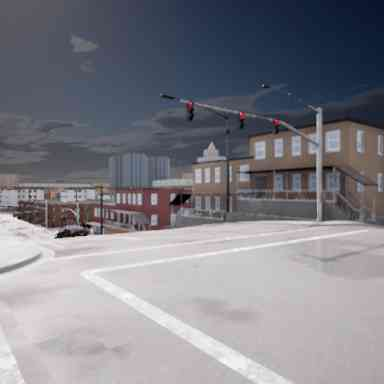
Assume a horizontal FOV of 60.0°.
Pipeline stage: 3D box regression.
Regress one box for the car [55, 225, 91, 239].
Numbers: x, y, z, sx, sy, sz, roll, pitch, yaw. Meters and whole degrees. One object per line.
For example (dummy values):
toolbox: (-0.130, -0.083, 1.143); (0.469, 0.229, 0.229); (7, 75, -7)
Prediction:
car: (-10.760, 3.698, 29.746); (2.033, 1.411, 5.357); (0, -12, -36)
